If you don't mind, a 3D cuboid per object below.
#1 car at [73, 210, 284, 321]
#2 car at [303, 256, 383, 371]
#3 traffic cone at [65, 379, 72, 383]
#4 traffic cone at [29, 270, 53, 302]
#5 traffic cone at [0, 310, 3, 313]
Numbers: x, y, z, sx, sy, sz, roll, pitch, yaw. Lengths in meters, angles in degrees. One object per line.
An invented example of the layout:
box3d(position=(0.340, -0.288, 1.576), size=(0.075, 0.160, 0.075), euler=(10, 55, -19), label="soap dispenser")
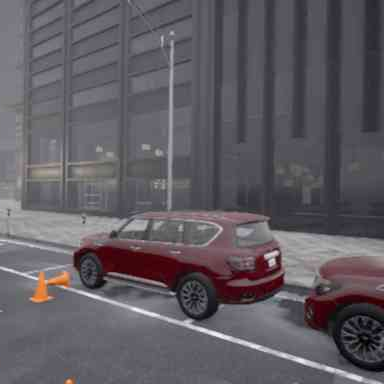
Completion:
box3d(position=(-0.495, 1.317, 7.381), size=(5.009, 1.841, 2.192), euler=(1, 0, 36), label="car")
box3d(position=(4.049, 1.373, 4.040), size=(5.009, 1.841, 2.192), euler=(1, 0, 36), label="car")
box3d(position=(-1.085, 1.948, 2.917), size=(0.340, 0.580, 0.340), euler=(1, 0, 36), label="traffic cone")
box3d(position=(-3.123, 1.924, 6.898), size=(0.340, 0.580, 0.340), euler=(1, 0, 36), label="traffic cone")
box3d(position=(-3.715, 1.915, 6.092), size=(0.340, 0.580, 0.340), euler=(1, 0, 36), label="traffic cone")
